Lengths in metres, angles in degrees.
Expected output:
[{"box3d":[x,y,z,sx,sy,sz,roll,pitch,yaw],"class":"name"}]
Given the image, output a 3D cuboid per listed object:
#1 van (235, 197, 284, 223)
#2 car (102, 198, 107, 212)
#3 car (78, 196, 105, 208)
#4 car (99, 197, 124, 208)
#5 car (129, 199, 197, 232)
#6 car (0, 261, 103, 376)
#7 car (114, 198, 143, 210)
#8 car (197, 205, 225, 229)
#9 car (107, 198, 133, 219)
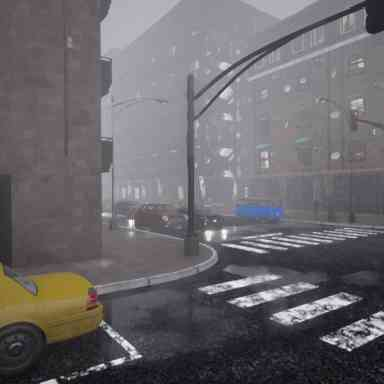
[{"box3d":[4.946,1.283,24.903,1.690,1.788,3.998,0,0,-36],"class":"van"},{"box3d":[-11.564,1.455,37.860,2.128,1.511,4.902,-1,0,-36],"class":"car"},{"box3d":[-14.291,1.432,46.983,2.128,1.511,4.902,-1,0,-36],"class":"car"},{"box3d":[-11.647,1.466,47.838,1.887,1.381,4.507,-1,0,-36],"class":"car"},{"box3d":[-1.854,1.442,20.007,1.967,1.590,4.097,0,0,-36],"class":"car"},{"box3d":[-3.586,1.525,4.010,4.829,1.417,1.752,0,0,-35],"class":"car"},{"box3d":[-8.328,1.466,43.251,1.887,1.381,4.507,-1,0,-36],"class":"car"},{"box3d":[0.211,1.547,21.570,1.994,1.385,4.181,-1,0,-36],"class":"car"},{"box3d":[-5.625,1.496,29.636,1.812,1.442,4.674,-1,0,-36],"class":"car"}]
